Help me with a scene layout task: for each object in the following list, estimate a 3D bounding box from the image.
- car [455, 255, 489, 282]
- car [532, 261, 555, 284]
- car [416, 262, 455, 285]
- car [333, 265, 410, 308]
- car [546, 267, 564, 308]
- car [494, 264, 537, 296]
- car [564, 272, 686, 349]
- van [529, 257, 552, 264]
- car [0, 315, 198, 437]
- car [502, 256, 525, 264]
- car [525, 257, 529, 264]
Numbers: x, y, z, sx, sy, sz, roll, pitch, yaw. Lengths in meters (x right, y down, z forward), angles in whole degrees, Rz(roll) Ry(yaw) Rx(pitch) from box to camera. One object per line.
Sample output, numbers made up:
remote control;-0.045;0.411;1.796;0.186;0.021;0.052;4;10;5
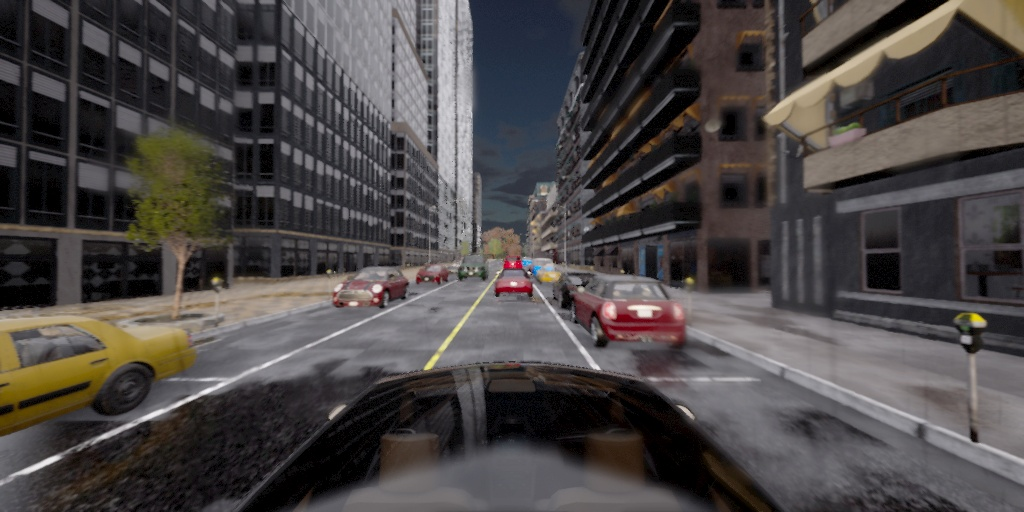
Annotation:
car;-3.101;0.975;29.885;2.150;2.045;5.566;0;0;0
car;2.686;1.279;26.371;1.751;1.417;4.829;0;0;0
car;-5.695;1.298;26.193;1.888;1.381;4.507;0;0;0
car;-5.692;1.191;14.877;1.967;1.591;4.097;0;0;0
car;2.689;1.318;14.886;1.948;1.339;4.313;0;0;0
car;0.091;1.317;19.341;1.994;1.385;4.181;0;0;0
car;2.690;1.191;9.229;1.967;1.591;4.097;0;0;0
van;2.685;1.096;31.858;1.690;1.789;3.998;0;0;0
car;-5.690;1.275;3.394;1.751;1.417;4.829;0;0;0
car;0.092;0.977;41.132;2.150;2.045;5.566;0;0;0
car;2.683;1.196;37.516;1.967;1.591;4.097;0;0;0
